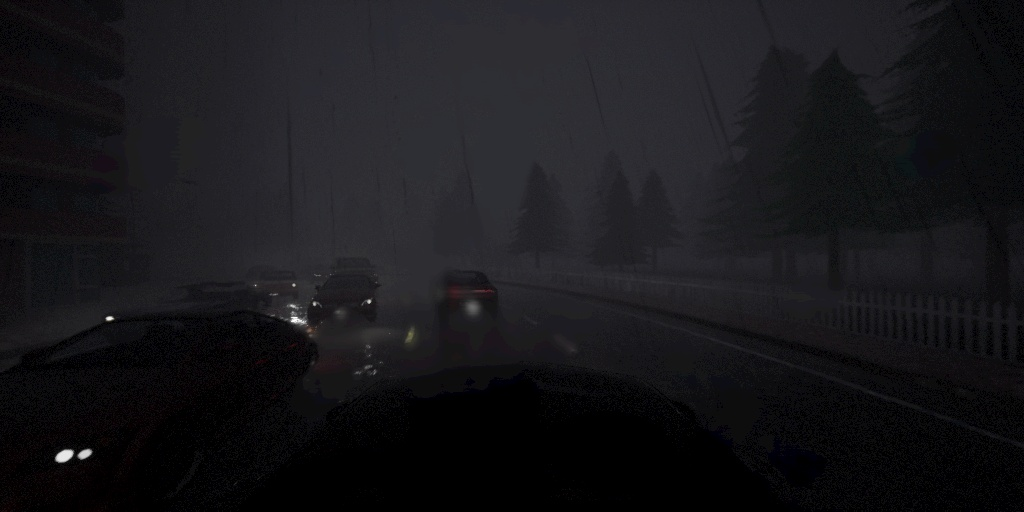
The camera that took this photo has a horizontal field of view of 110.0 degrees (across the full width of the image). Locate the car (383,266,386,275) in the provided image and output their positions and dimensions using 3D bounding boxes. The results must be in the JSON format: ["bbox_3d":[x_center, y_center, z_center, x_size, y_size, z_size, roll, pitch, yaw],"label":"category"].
[{"bbox_3d":[-15.226,1.415,37.753,4.674,1.442,1.812,-1,0,34],"label":"car"}]

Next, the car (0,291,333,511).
[{"bbox_3d":[-3.884,1.350,4.055,1.994,1.385,4.181,-1,0,-8],"label":"car"}]

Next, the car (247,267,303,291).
[{"bbox_3d":[-11.947,1.461,18.363,1.895,1.301,4.718,-1,0,-30],"label":"car"}]

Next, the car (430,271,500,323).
[{"bbox_3d":[-1.741,1.257,12.484,2.128,1.511,4.902,0,0,-15],"label":"car"}]

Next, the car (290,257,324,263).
[{"bbox_3d":[-25.022,1.204,43.166,5.566,2.045,2.150,0,0,22],"label":"car"}]

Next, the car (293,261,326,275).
[{"bbox_3d":[-15.923,1.401,29.265,4.892,1.490,1.837,-1,0,44],"label":"car"}]

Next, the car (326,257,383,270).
[{"bbox_3d":[-9.479,1.059,21.282,2.150,2.045,5.566,-1,0,-31],"label":"car"}]

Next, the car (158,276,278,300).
[{"bbox_3d":[-8.453,1.429,9.885,1.895,1.301,4.718,-1,0,-16],"label":"car"}]

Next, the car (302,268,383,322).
[{"bbox_3d":[-5.533,1.327,12.268,1.812,1.442,4.674,-1,0,-19],"label":"car"}]

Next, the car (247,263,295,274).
[{"bbox_3d":[-18.345,1.466,26.749,5.357,1.411,2.033,-1,0,44],"label":"car"}]
